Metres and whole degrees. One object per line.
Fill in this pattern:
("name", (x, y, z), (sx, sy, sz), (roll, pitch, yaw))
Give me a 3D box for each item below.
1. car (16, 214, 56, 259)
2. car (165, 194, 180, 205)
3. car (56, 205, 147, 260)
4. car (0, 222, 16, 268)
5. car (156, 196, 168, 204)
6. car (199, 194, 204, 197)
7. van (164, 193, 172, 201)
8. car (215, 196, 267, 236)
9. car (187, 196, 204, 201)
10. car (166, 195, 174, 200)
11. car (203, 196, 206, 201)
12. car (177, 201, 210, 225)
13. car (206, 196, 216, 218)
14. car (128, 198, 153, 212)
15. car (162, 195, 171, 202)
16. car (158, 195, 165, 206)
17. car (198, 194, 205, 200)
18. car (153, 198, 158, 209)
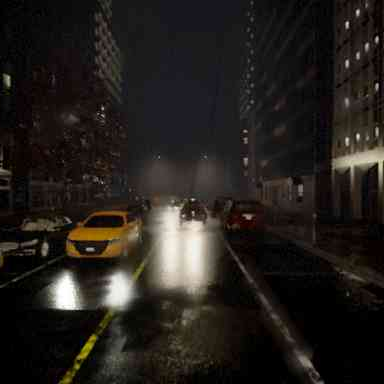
("car", (-5.694, 1.544, 12.412), (2.008, 1.369, 4.403), (0, 0, 0))
("car", (-3.083, 1.440, 56.182), (2.128, 1.511, 4.902), (0, 0, 1))
("car", (-3.108, 1.471, 12.625), (1.882, 1.535, 5.008), (0, 0, 0))
("car", (-5.691, 1.522, 6.549), (1.752, 1.417, 4.829), (0, 0, 0))
("car", (-5.721, 1.489, 63.643), (2.008, 1.369, 4.403), (0, 0, 0))
("car", (2.657, 1.496, 69.327), (1.947, 1.339, 4.313), (0, 0, 0))
("van", (-5.728, 1.253, 80.719), (1.690, 1.788, 3.998), (0, 0, 0))
("car", (2.685, 1.305, 18.097), (2.192, 1.841, 5.009), (0, 0, 0))
("car", (0.078, 1.532, 41.312), (1.994, 1.385, 4.181), (0, 0, 0))
("car", (-5.732, 1.484, 86.412), (1.802, 1.307, 4.206), (0, 0, 0))
("car", (2.672, 1.494, 41.035), (1.752, 1.417, 4.829), (0, 0, 0))
("car", (0.087, 1.586, 24.034), (1.895, 1.301, 4.718), (0, 0, 0))
("car", (2.679, 1.296, 29.482), (2.192, 1.841, 5.009), (0, 0, 0))
("car", (-5.706, 1.526, 35.181), (2.008, 1.369, 4.403), (0, 0, 0))
("car", (-5.726, 1.466, 75.027), (1.887, 1.381, 4.507), (0, 0, 0))
("car", (-5.714, 1.536, 52.257), (1.802, 1.307, 4.206), (0, 0, 0))
("car", (2.646, 1.332, 92.093), (1.967, 1.590, 4.097), (0, 0, 0))
("car", (-5.709, 1.535, 40.874), (1.947, 1.339, 4.313), (0, 0, 0))
